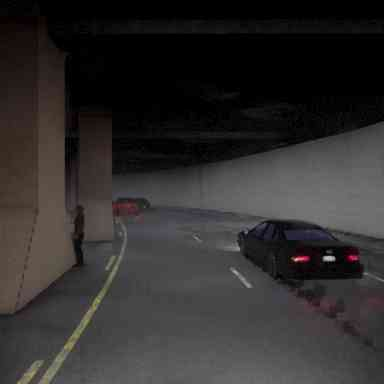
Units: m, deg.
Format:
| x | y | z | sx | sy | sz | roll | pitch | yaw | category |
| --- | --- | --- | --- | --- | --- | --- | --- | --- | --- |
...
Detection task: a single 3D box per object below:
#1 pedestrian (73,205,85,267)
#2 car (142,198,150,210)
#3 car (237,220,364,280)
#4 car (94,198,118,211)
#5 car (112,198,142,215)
| x | y | z | sx | sy | sz | roll | pitch | yaw | category |
| --- | --- | --- | --- | --- | --- | --- | --- | --- | --- |
| -3.418 | 1.294 | 10.005 | 0.375 | 1.860 | 0.375 | 0 | 0 | -7 | pedestrian |
| -6.780 | 1.504 | 41.778 | 1.837 | 1.490 | 4.892 | 0 | 0 | -27 | car |
| 2.828 | 1.548 | 9.987 | 2.033 | 1.411 | 5.357 | 0 | 0 | -6 | car |
| -11.151 | 1.526 | 42.773 | 1.812 | 1.442 | 4.674 | 0 | 0 | -29 | car |
| -6.877 | 1.352 | 33.766 | 2.097 | 1.767 | 4.553 | 0 | 0 | -22 | car |
